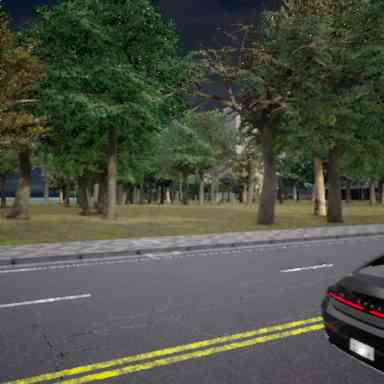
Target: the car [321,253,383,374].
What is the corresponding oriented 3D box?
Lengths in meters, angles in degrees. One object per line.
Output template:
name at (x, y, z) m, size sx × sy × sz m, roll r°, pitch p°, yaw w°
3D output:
car at (4.082, 1.517, 4.724) m, size 4.892 × 1.490 × 1.837 m, roll 0°, pitch 0°, yaw -25°
